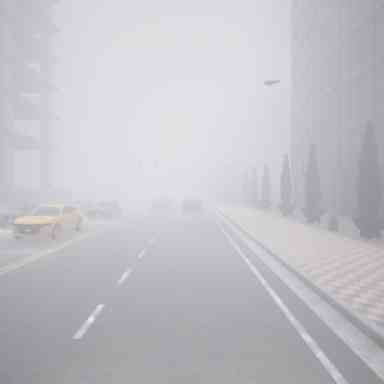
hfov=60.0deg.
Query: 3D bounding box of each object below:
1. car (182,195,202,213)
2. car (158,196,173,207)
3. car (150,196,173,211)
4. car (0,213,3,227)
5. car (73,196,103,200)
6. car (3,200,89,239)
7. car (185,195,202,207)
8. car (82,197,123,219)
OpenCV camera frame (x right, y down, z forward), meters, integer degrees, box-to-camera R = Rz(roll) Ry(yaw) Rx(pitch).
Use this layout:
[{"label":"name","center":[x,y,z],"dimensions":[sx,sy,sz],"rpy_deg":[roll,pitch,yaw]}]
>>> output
[{"label":"car","center":[-0.007,1.270,34.607],"dimensions":[1.882,1.535,5.008],"rpy_deg":[0,1,0]},{"label":"car","center":[-3.678,1.284,46.856],"dimensions":[1.994,1.385,4.181],"rpy_deg":[0,0,-4]},{"label":"car","center":[-3.409,1.331,36.136],"dimensions":[2.033,1.411,5.357],"rpy_deg":[0,0,0]},{"label":"car","center":[-10.579,1.435,21.377],"dimensions":[1.994,1.385,4.181],"rpy_deg":[0,0,0]},{"label":"car","center":[-10.528,1.357,31.666],"dimensions":[2.033,1.411,5.357],"rpy_deg":[0,0,1]},{"label":"car","center":[-7.073,1.376,16.837],"dimensions":[1.882,1.535,5.008],"rpy_deg":[0,0,0]},{"label":"car","center":[0.266,1.198,46.739],"dimensions":[1.882,1.535,5.008],"rpy_deg":[0,0,5]},{"label":"car","center":[-7.050,1.382,27.499],"dimensions":[2.033,1.411,5.357],"rpy_deg":[0,0,1]}]
